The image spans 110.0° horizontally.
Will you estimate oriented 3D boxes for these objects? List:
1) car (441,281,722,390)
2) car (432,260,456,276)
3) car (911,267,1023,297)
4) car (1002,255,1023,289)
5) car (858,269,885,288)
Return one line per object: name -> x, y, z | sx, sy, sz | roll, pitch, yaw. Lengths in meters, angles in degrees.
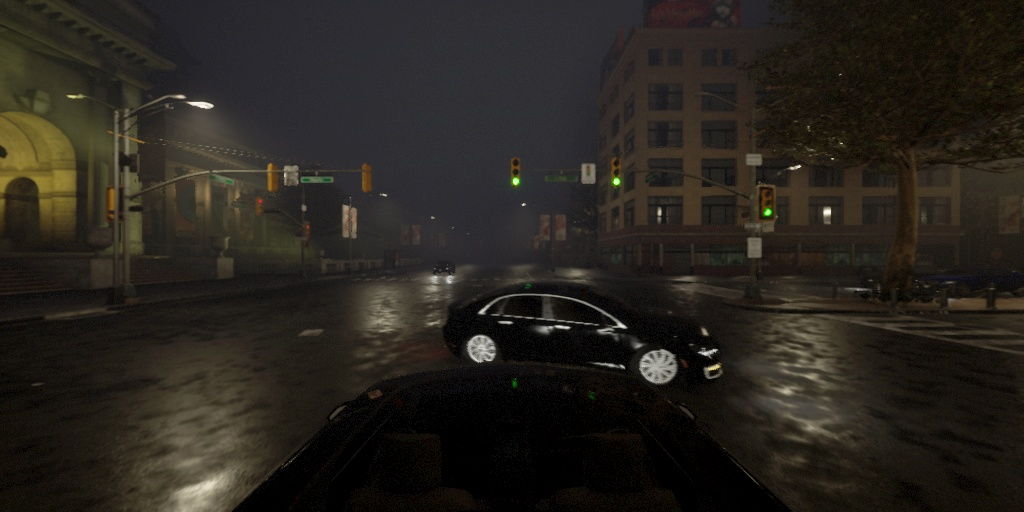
car -> 1.062, 1.281, 6.634 | 4.892, 1.490, 1.837 | 0, 5, 20
car -> -7.001, 1.158, 37.431 | 1.837, 1.490, 4.892 | 0, 0, 0
car -> 23.380, 1.273, 18.225 | 4.674, 1.442, 1.812 | 0, 0, 0
car -> 33.964, 0.969, 21.752 | 5.566, 2.045, 2.150 | 0, 0, 0
car -> 23.680, 1.311, 21.713 | 4.181, 1.385, 1.994 | 0, 0, 0
